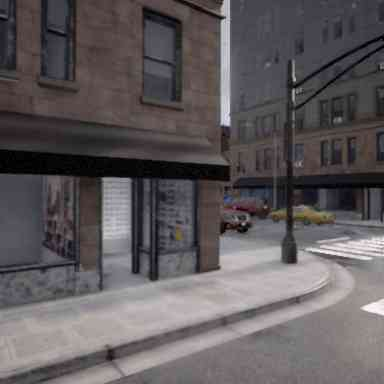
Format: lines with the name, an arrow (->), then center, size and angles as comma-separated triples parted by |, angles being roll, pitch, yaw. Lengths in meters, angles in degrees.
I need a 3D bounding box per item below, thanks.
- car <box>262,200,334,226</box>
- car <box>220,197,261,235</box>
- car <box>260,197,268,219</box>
car -> 7.621, 1.568, 23.733 | 1.752, 1.417, 4.829 | 1, 0, -35
car -> 1.175, 1.308, 18.952 | 2.192, 1.841, 5.009 | 1, 0, -35
car -> 4.430, 1.352, 28.224 | 2.192, 1.841, 5.009 | 1, 0, -35
